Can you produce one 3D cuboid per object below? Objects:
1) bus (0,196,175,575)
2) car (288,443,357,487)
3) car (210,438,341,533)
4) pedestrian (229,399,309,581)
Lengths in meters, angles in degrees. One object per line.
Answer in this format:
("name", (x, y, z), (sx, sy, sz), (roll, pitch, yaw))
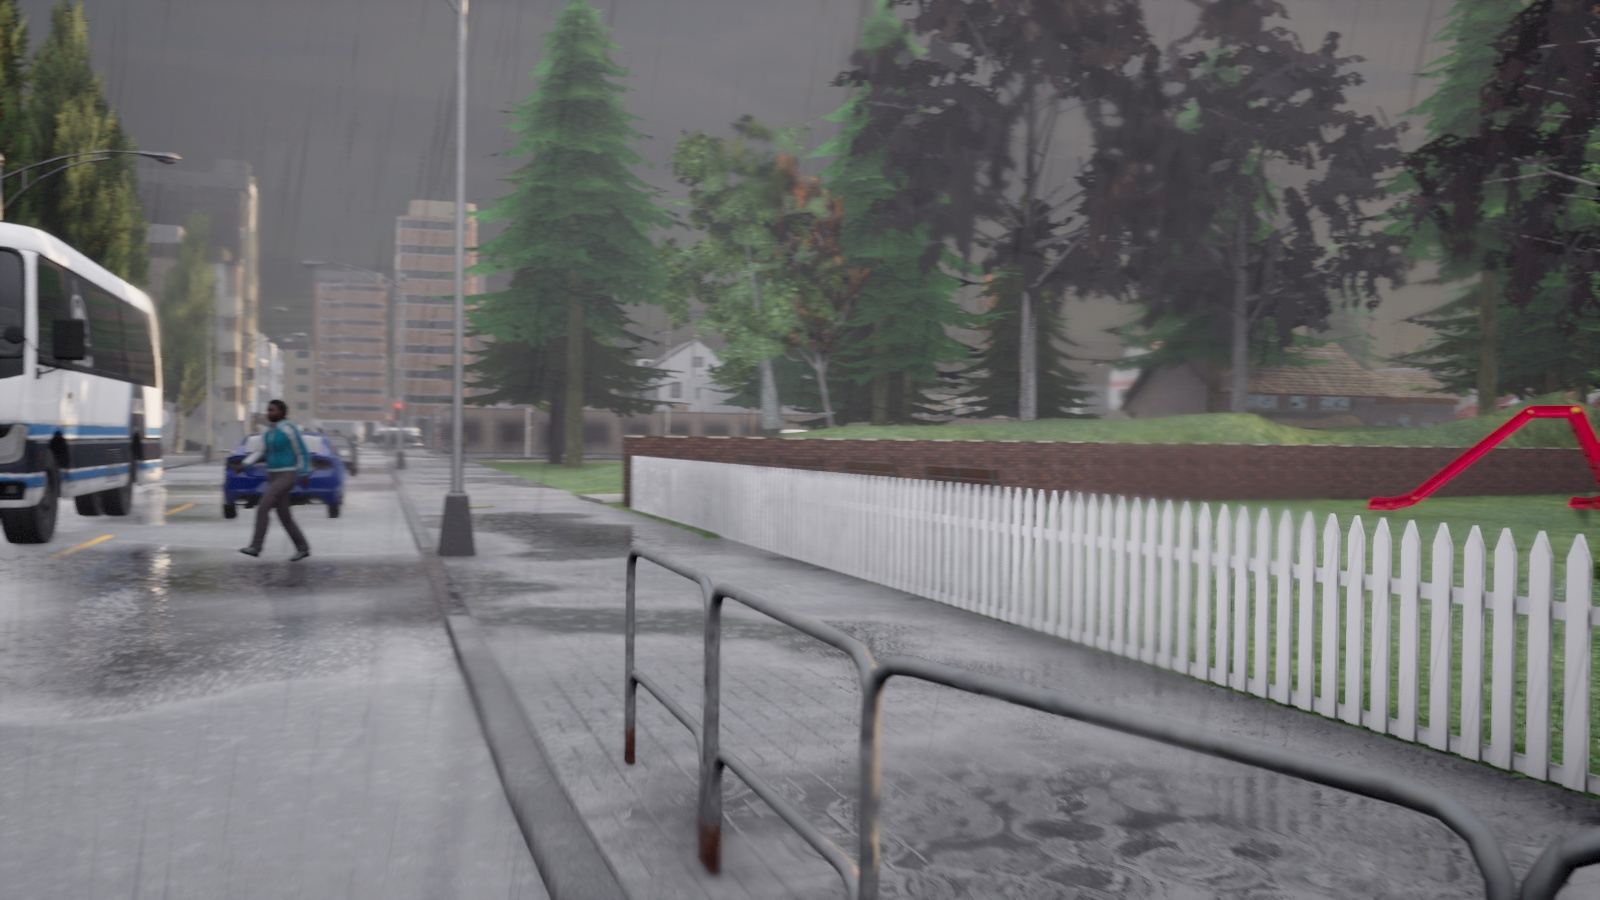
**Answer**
("bus", (-12.137, -0.742, 18.427), (3.944, 4.253, 10.273), (0, 0, -19))
("car", (-16.486, 0.482, 43.541), (2.033, 1.411, 5.357), (0, 1, -19))
("car", (-9.456, 0.557, 22.982), (1.882, 1.535, 5.008), (0, 1, -19))
("pedestrian", (-5.798, 0.420, 13.735), (0.396, 1.930, 0.692), (0, 1, 31))
